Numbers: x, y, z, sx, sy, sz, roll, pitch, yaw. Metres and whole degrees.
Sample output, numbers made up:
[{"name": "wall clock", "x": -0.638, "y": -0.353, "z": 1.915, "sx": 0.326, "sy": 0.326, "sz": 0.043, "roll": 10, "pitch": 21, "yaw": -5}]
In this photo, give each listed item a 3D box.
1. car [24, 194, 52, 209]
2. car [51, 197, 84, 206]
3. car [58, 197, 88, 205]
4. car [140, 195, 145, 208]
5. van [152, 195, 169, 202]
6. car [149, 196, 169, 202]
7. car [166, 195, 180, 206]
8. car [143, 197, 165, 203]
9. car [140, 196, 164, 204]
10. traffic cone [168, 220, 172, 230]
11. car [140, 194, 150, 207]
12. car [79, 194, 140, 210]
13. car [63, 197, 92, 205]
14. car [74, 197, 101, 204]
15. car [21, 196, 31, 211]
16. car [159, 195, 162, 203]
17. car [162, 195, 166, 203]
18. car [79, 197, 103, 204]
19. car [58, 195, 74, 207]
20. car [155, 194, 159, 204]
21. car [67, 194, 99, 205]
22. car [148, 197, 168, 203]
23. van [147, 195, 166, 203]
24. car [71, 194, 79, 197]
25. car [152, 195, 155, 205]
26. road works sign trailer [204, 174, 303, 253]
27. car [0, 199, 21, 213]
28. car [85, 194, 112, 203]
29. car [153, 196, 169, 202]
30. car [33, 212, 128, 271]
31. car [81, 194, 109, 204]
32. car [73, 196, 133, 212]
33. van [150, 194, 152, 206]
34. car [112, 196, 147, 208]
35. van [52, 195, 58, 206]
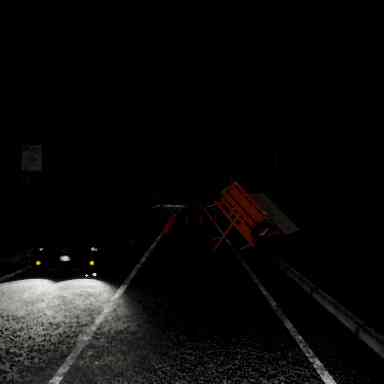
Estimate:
[{"name": "car", "x": -21.859, "y": 1.385, "z": 44.466, "sx": 4.553, "sy": 1.767, "sz": 2.185, "roll": 0, "pitch": 0, "yaw": 0}, {"name": "car", "x": -21.886, "y": 1.634, "z": 58.388, "sx": 5.008, "sy": 1.535, "sz": 2.097, "roll": 0, "pitch": -1, "yaw": 0}, {"name": "car", "x": -21.864, "y": 1.689, "z": 61.173, "sx": 4.792, "sy": 1.488, "sz": 2.163, "roll": 0, "pitch": -1, "yaw": 0}, {"name": "car", "x": -8.819, "y": 1.490, "z": 41.692, "sx": 4.892, "sy": 1.521, "sz": 2.231, "roll": 0, "pitch": 0, "yaw": 0}, {"name": "van", "x": -8.716, "y": 1.786, "z": 92.149, "sx": 4.442, "sy": 1.987, "sz": 1.878, "roll": 0, "pitch": -1, "yaw": 0}, {"name": "car", "x": -8.825, "y": 1.978, "z": 89.343, "sx": 5.008, "sy": 1.535, "sz": 2.097, "roll": 0, "pitch": -1, "yaw": 0}, {"name": "car", "x": -3.204, "y": 1.690, "z": 60.541, "sx": 1.837, "sy": 1.490, "sz": 4.892, "roll": 0, "pitch": -1, "yaw": 0}, {"name": "car", "x": -8.853, "y": 1.870, "z": 78.130, "sx": 4.792, "sy": 1.488, "sz": 2.163, "roll": 0, "pitch": -1, "yaw": 0}, {"name": "car", "x": -9.008, "y": 1.803, "z": 75.327, "sx": 5.366, "sy": 1.575, "sz": 1.946, "roll": 0, "pitch": -1, "yaw": 0}, {"name": "traffic cone", "x": -1.366, "y": 1.939, "z": 17.820, "sx": 0.340, "sy": 0.580, "sz": 0.340, "roll": 0, "pitch": 0, "yaw": 0}, {"name": "car", "x": -8.839, "y": 1.260, "z": 44.499, "sx": 5.566, "sy": 2.045, "sz": 2.435, "roll": 0, "pitch": 0, "yaw": 0}, {"name": "car", "x": -8.847, "y": 1.208, "z": 36.089, "sx": 5.566, "sy": 2.045, "sz": 2.435, "roll": 0, "pitch": 0, "yaw": 0}, {"name": "car", "x": -21.923, "y": 1.714, "z": 63.958, "sx": 4.792, "sy": 1.488, "sz": 2.163, "roll": 0, "pitch": -1, "yaw": 0}, {"name": "car", "x": -21.893, "y": 1.741, "z": 69.528, "sx": 5.008, "sy": 1.535, "sz": 2.097, "roll": 0, "pitch": -1, "yaw": 0}, {"name": "car", "x": -21.897, "y": 1.513, "z": 38.896, "sx": 4.674, "sy": 1.452, "sz": 2.002, "roll": 0, "pitch": 0, "yaw": 0}, {"name": "car", "x": -8.842, "y": 1.408, "z": 61.318, "sx": 5.566, "sy": 2.045, "sz": 2.435, "roll": 0, "pitch": -1, "yaw": 0}, {"name": "car", "x": -8.815, "y": 1.772, "z": 72.528, "sx": 5.008, "sy": 1.535, "sz": 2.097, "roll": 0, "pitch": -1, "yaw": 0}, {"name": "car", "x": -21.897, "y": 1.810, "z": 72.188, "sx": 4.674, "sy": 1.452, "sz": 2.002, "roll": 0, "pitch": -1, "yaw": 0}, {"name": "car", "x": -21.887, "y": 1.623, "z": 52.817, "sx": 4.674, "sy": 1.452, "sz": 2.002, "roll": 0, "pitch": -1, "yaw": 0}, {"name": "car", "x": -8.806, "y": 1.634, "z": 58.512, "sx": 5.008, "sy": 1.535, "sz": 2.097, "roll": 0, "pitch": -1, "yaw": 0}, {"name": "car", "x": -21.868, "y": 1.460, "z": 66.744, "sx": 5.566, "sy": 2.045, "sz": 2.435, "roll": 0, "pitch": -1, "yaw": 0}, {"name": "car", "x": -8.800, "y": 1.973, "z": 86.539, "sx": 4.792, "sy": 1.488, "sz": 2.163, "roll": 0, "pitch": -1, "yaw": 0}, {"name": "van", "x": -8.709, "y": 1.649, "z": 80.936, "sx": 4.442, "sy": 1.987, "sz": 1.878, "roll": 0, "pitch": -1, "yaw": 0}, {"name": "car", "x": -21.704, "y": 1.606, "z": 55.602, "sx": 5.366, "sy": 1.575, "sz": 1.946, "roll": 0, "pitch": -1, "yaw": 0}, {"name": "car", "x": -8.804, "y": 1.585, "z": 52.906, "sx": 4.892, "sy": 1.521, "sz": 2.231, "roll": 0, "pitch": -1, "yaw": 0}, {"name": "road works sign trailer", "x": 2.376, "y": 1.056, "z": 12.674, "sx": 3.560, "sy": 2.880, "sz": 2.380, "roll": -5, "pitch": 45, "yaw": -44}, {"name": "car", "x": -21.904, "y": 1.459, "z": 36.110, "sx": 5.008, "sy": 1.535, "sz": 2.097, "roll": 0, "pitch": 0, "yaw": 0}, {"name": "car", "x": -21.875, "y": 1.585, "z": 77.760, "sx": 5.566, "sy": 2.045, "sz": 2.435, "roll": 0, "pitch": -1, "yaw": 0}, {"name": "car", "x": -8.865, "y": 1.921, "z": 94.950, "sx": 4.553, "sy": 1.767, "sz": 2.185, "roll": 0, "pitch": -1, "yaw": 0}, {"name": "car", "x": -3.343, "y": 1.554, "z": 10.732, "sx": 1.994, "sy": 1.385, "sz": 4.181, "roll": 0, "pitch": 0, "yaw": 0}, {"name": "car", "x": -21.872, "y": 1.553, "z": 75.099, "sx": 5.566, "sy": 2.045, "sz": 2.435, "roll": 0, "pitch": -1, "yaw": 0}, {"name": "car", "x": -8.817, "y": 1.450, "z": 33.287, "sx": 4.892, "sy": 1.521, "sz": 2.231, "roll": 0, "pitch": 0, "yaw": 0}, {"name": "van", "x": -8.693, "y": 1.332, "z": 50.104, "sx": 4.442, "sy": 1.987, "sz": 1.878, "roll": 0, "pitch": -1, "yaw": 0}, {"name": "car", "x": -8.778, "y": 1.407, "z": 47.299, "sx": 4.553, "sy": 1.767, "sz": 2.185, "roll": 0, "pitch": -1, "yaw": 0}, {"name": "van", "x": -22.005, "y": 1.307, "z": 47.247, "sx": 4.442, "sy": 1.987, "sz": 1.878, "roll": 0, "pitch": 0, "yaw": 0}]
